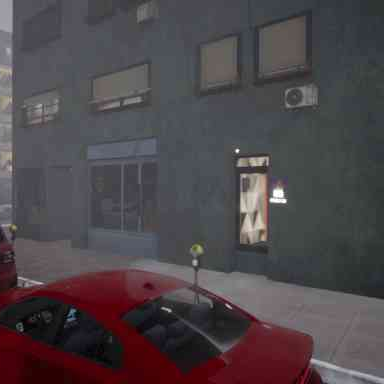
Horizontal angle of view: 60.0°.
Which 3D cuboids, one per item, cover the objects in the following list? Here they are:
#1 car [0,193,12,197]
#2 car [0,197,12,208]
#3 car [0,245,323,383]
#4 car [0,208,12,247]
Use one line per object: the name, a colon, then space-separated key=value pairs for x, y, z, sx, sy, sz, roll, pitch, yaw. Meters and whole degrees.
car: x=-18.557 y=1.032 z=31.827 sx=2.192 sy=1.841 sz=5.009 roll=2 pitch=2 yaw=35
car: x=-17.657 y=1.369 z=28.592 sx=1.895 sy=1.301 sz=4.718 roll=1 pitch=1 yaw=34
car: x=-1.009 y=1.544 z=3.565 sx=4.507 sy=1.381 sz=1.887 roll=0 pitch=0 yaw=35
car: x=-5.537 y=1.314 z=6.736 sx=5.009 sy=1.841 sz=2.192 roll=0 pitch=0 yaw=35
